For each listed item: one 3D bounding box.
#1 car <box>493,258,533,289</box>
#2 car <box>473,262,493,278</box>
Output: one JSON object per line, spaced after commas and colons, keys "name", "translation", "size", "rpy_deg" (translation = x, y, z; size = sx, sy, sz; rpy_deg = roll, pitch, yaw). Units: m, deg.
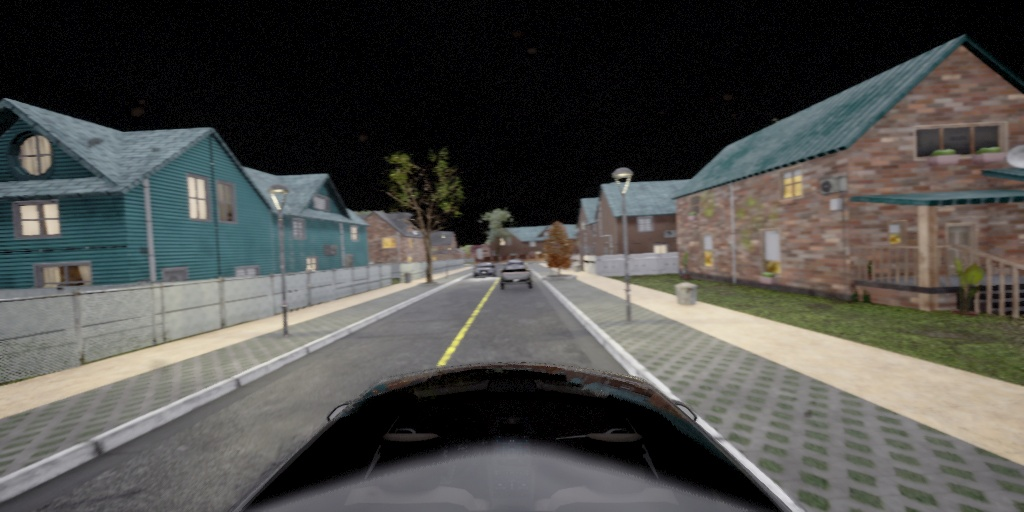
{"name": "car", "translation": [0.256, 1.103, 21.816], "size": [2.128, 1.511, 4.902], "rpy_deg": [-3, 0, 1]}
{"name": "car", "translation": [-2.446, 1.244, 33.242], "size": [1.994, 1.385, 4.181], "rpy_deg": [-3, 0, 1]}
